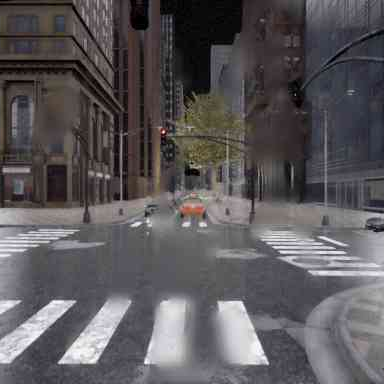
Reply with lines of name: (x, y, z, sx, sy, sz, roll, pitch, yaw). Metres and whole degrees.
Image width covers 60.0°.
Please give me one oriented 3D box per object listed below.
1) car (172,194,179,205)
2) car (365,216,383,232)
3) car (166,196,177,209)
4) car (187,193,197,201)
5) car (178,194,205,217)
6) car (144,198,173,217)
car: (-3.143, 1.392, 49.517, 1.895, 1.301, 4.718, 0, 0, 0)
car: (11.910, 1.632, 18.363, 4.403, 1.369, 2.008, 0, 0, 0)
car: (-3.136, 1.470, 39.103, 1.895, 1.301, 4.718, 0, 0, 0)
car: (0.029, 1.081, 69.054, 1.882, 1.535, 5.008, 0, 1, 0)
car: (0.083, 1.278, 30.293, 2.097, 1.767, 4.553, 0, 0, 0)
car: (-3.128, 1.490, 30.310, 1.994, 1.385, 4.181, 0, 0, 0)
